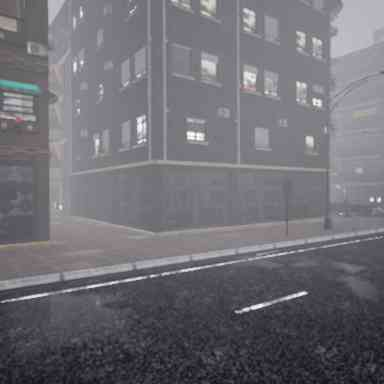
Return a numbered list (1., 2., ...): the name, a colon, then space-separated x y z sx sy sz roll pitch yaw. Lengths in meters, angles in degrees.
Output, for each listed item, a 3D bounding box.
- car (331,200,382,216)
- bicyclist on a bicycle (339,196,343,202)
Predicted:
1. car: 16.544 1.568 33.800 2.128 1.511 4.902 -1 0 -36
2. bicyclist on a bicycle: 19.795 1.392 44.121 1.656 1.620 0.582 -1 0 -36
